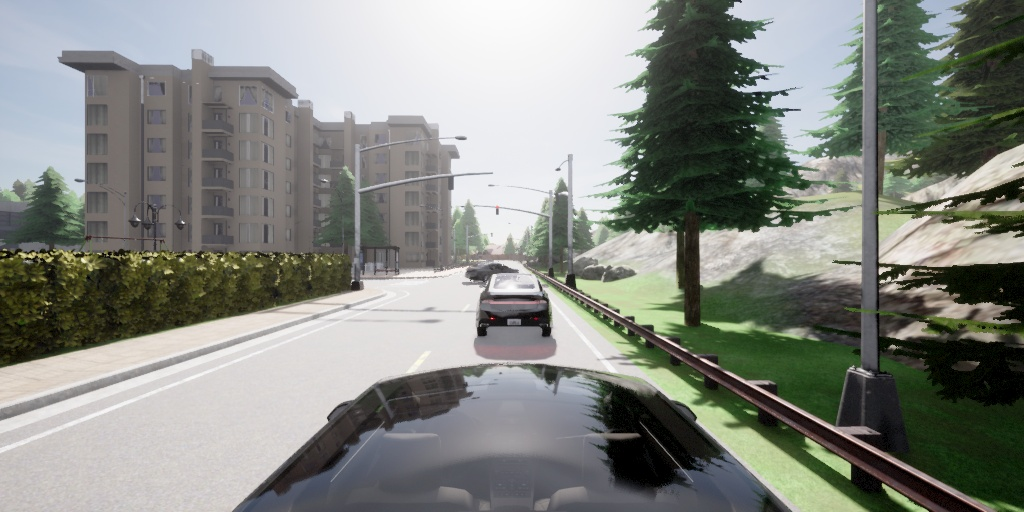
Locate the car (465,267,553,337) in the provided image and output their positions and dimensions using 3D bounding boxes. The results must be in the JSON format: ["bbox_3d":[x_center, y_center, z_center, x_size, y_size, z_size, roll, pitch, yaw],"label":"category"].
[{"bbox_3d":[0.057,1.242,10.312,2.128,1.511,4.902,0,0,0],"label":"car"}]

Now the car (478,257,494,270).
[{"bbox_3d":[-3.713,1.102,51.913,2.097,1.767,4.553,0,0,0],"label":"car"}]

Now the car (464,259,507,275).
[{"bbox_3d":[-1.403,1.253,27.740,4.892,1.490,1.837,0,3,-44],"label":"car"}]
